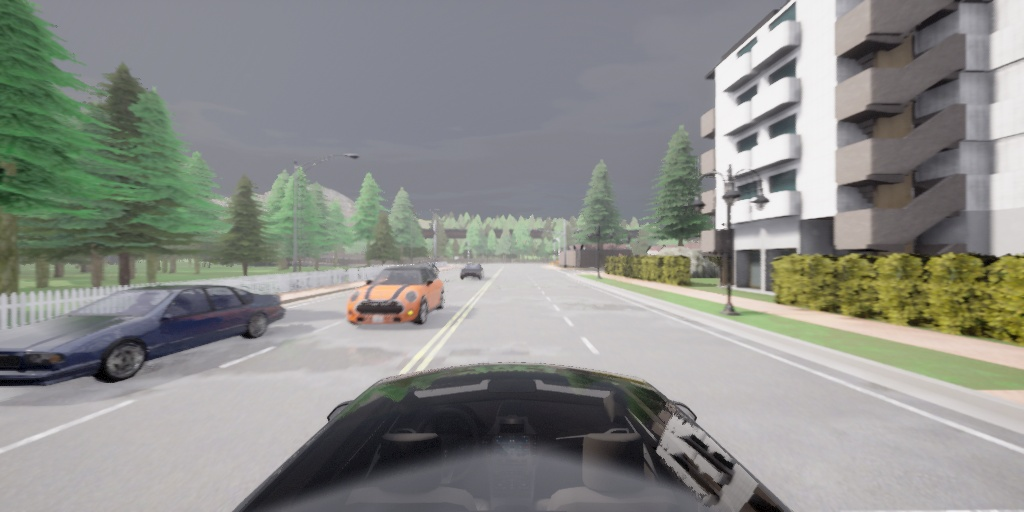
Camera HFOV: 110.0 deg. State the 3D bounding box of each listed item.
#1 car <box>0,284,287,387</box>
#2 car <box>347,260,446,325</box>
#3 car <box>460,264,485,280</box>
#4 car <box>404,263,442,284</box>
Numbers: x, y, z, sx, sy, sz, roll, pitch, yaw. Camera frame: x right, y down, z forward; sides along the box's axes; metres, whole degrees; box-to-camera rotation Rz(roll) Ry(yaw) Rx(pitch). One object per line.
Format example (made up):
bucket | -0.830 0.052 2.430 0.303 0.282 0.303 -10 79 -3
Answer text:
car | -7.100 1.314 7.437 2.033 1.411 5.357 0 0 0
car | -3.604 1.133 11.923 2.097 1.767 4.553 0 0 0
car | -3.520 1.393 32.746 2.033 1.411 5.357 0 0 0
car | -7.057 1.339 28.885 1.837 1.490 4.892 0 0 0
